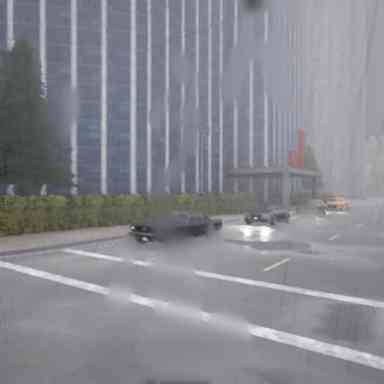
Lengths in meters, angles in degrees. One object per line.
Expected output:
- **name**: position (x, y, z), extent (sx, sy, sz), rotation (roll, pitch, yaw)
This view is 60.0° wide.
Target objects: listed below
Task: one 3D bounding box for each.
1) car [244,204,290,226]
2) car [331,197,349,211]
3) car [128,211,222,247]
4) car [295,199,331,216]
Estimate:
- **car**: position (5.249, 1.500, 23.041), extent (1.994, 1.385, 4.181), rotation (0, 0, 36)
- **car**: position (17.370, 1.399, 39.860), extent (1.882, 1.535, 5.008), rotation (0, 0, 36)
- **car**: position (-0.592, 1.543, 14.894), extent (1.895, 1.301, 4.718), rotation (0, 0, 36)
- **car**: position (11.289, 1.433, 31.451), extent (1.837, 1.490, 4.892), rotation (0, 0, 36)
